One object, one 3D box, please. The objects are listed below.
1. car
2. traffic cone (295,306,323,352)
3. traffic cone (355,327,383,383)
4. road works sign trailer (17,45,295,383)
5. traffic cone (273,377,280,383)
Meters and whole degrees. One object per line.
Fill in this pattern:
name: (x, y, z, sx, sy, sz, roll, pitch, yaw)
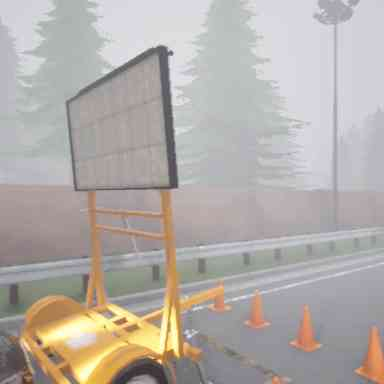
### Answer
car: (-3.543, 1.489, 1.784, 4.902, 1.511, 2.128, 1, 0, -37)
traffic cone: (1.722, 2.012, 5.011, 0.340, 0.580, 0.340, 1, -1, -36)
traffic cone: (2.305, 2.007, 4.199, 0.340, 0.580, 0.340, 1, -1, -36)
road works sign trailer: (-0.706, 0.355, 4.176, 2.880, 3.560, 2.380, -7, 4, -40)
traffic cone: (0.771, 1.989, 3.029, 0.340, 0.580, 0.340, 0, -1, -25)
